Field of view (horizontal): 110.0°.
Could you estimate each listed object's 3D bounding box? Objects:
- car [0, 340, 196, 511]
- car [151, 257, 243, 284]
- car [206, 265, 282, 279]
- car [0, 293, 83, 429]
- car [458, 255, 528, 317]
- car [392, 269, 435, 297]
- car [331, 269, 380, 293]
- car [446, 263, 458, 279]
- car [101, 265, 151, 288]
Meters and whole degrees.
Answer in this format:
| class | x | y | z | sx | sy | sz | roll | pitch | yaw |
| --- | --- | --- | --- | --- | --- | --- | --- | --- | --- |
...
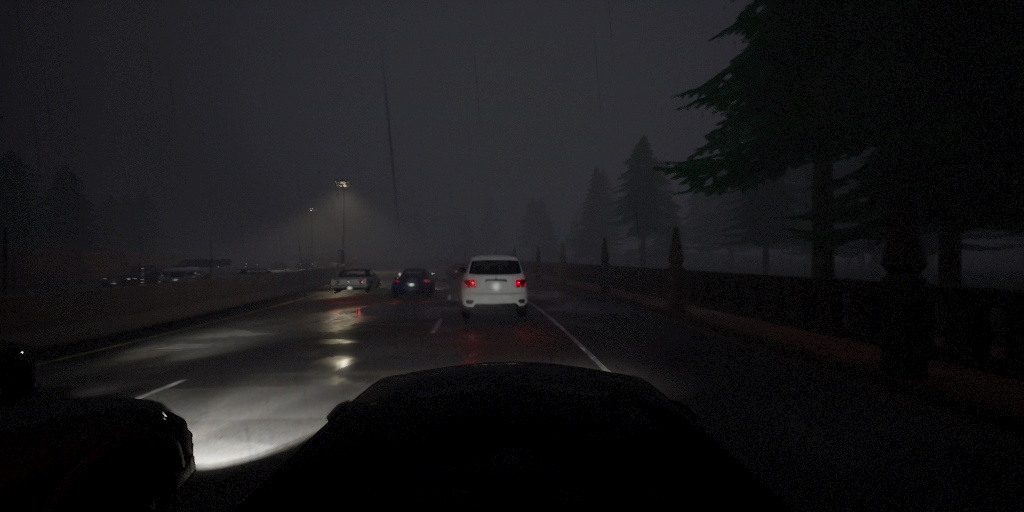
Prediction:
| class | x | y | z | sx | sy | sz | roll | pitch | yaw |
| --- | --- | --- | --- | --- | --- | --- | --- | --- | --- |
| car | -3.562 | 1.326 | 1.150 | 1.994 | 1.385 | 4.181 | 0 | 0 | 0 |
| car | -20.661 | 1.088 | 23.933 | 2.150 | 2.045 | 5.566 | 0 | 0 | -15 |
| car | -16.756 | 1.448 | 22.750 | 1.895 | 1.301 | 4.718 | 0 | 0 | -13 |
| car | -7.051 | 1.269 | 2.559 | 2.128 | 1.511 | 4.902 | 0 | 0 | 0 |
| car | -0.768 | 0.995 | 13.526 | 2.150 | 2.045 | 5.566 | 0 | 0 | -6 |
| car | -5.212 | 1.364 | 19.344 | 1.994 | 1.385 | 4.181 | 0 | 0 | -10 |
| car | -9.088 | 1.418 | 21.279 | 1.895 | 1.301 | 4.718 | 0 | 0 | -11 |
| car | -4.965 | 1.371 | 33.379 | 2.033 | 1.411 | 5.357 | 0 | 0 | -17 |
| car | -24.213 | 1.368 | 23.596 | 2.128 | 1.511 | 4.902 | 0 | 0 | -16 |
